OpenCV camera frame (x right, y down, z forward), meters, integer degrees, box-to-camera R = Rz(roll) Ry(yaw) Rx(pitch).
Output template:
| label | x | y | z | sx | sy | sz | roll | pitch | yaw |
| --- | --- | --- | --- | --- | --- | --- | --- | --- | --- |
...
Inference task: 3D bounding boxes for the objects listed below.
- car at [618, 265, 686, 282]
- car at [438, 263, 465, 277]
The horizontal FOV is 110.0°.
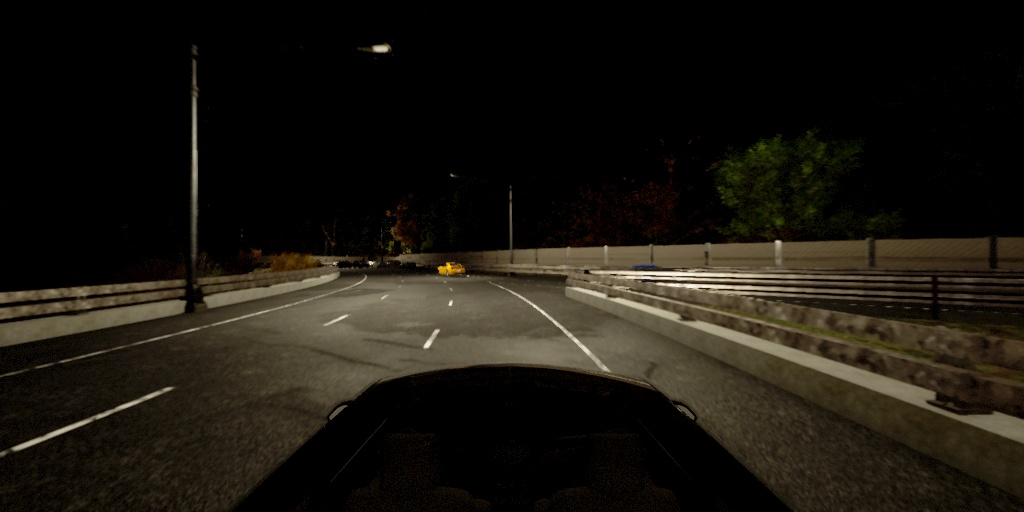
| label | x | y | z | sx | sy | sz | roll | pitch | yaw |
| --- | --- | --- | --- | --- | --- | --- | --- | --- | --- |
| car | 7.906 | 1.293 | 21.975 | 5.008 | 1.535 | 1.882 | -1 | 0 | 42 |
| car | -7.054 | 1.516 | 41.427 | 1.882 | 1.535 | 5.008 | -1 | 0 | -29 |
